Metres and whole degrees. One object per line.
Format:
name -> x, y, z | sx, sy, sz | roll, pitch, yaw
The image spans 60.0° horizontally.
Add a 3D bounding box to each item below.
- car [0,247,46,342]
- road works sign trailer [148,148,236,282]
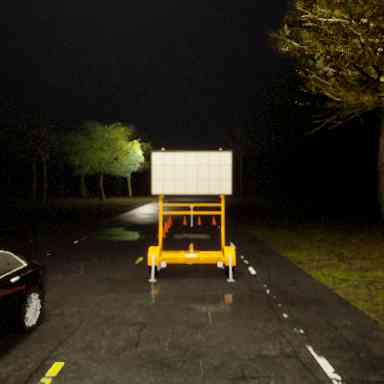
car -> -3.502, 1.525, 4.051 | 1.837, 1.490, 4.892 | 0, 0, 0
road works sign trailer -> -0.007, 0.495, 9.881 | 2.380, 3.560, 2.880 | 0, 0, 0
